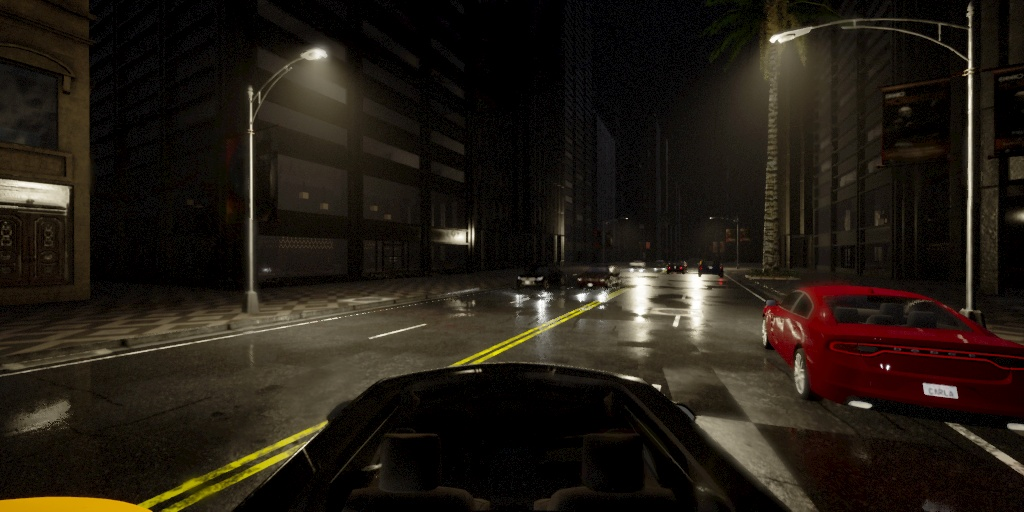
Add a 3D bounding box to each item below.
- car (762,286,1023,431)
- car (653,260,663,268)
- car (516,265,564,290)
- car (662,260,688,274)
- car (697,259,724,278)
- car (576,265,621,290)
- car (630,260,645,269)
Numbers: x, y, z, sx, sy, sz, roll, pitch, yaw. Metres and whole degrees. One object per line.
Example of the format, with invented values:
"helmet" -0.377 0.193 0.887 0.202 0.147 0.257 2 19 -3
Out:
"car" 5.516 1.228 5.869 1.882 1.535 5.008 0 0 27
"car" 24.861 1.357 60.209 1.994 1.385 4.181 0 0 28
"car" 1.959 1.280 22.957 1.812 1.442 4.674 0 0 27
"car" 18.667 1.317 40.762 2.033 1.411 5.357 0 0 27
"car" 19.305 1.118 34.939 2.097 1.767 4.553 0 0 27
"car" 5.772 1.303 23.266 2.033 1.411 5.357 0 0 27
"car" 20.961 1.391 59.764 1.895 1.301 4.718 0 0 28
